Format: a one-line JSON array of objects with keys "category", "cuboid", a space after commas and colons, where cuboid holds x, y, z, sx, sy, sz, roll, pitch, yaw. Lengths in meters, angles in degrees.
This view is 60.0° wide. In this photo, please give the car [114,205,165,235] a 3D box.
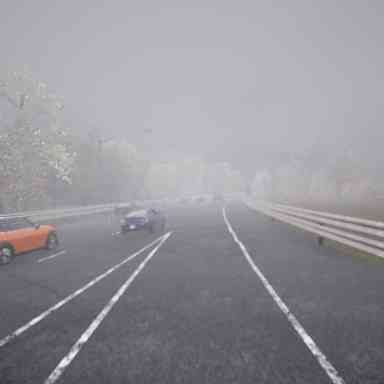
[{"category": "car", "cuboid": [-2.933, 1.720, 20.408, 1.812, 1.442, 4.674, -3, 0, 8]}]

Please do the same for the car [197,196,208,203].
[{"category": "car", "cuboid": [2.303, 1.600, 72.981, 1.837, 1.490, 4.892, -3, 0, 11]}]

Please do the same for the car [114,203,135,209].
[{"category": "car", "cuboid": [-7.399, 1.994, 38.474, 1.882, 1.535, 5.008, -3, 0, 9]}]

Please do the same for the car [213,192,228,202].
[{"category": "car", "cuboid": [5.905, 1.119, 73.234, 2.150, 2.045, 5.566, -3, 0, 11]}]

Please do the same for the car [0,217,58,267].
[{"category": "car", "cuboid": [-7.375, 1.773, 13.386, 2.097, 1.767, 4.553, -3, 0, 7]}]

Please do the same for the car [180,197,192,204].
[{"category": "car", "cuboid": [-1.300, 1.829, 72.765, 2.128, 1.511, 4.902, -3, 0, 11]}]
